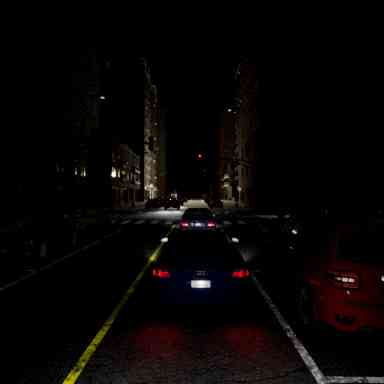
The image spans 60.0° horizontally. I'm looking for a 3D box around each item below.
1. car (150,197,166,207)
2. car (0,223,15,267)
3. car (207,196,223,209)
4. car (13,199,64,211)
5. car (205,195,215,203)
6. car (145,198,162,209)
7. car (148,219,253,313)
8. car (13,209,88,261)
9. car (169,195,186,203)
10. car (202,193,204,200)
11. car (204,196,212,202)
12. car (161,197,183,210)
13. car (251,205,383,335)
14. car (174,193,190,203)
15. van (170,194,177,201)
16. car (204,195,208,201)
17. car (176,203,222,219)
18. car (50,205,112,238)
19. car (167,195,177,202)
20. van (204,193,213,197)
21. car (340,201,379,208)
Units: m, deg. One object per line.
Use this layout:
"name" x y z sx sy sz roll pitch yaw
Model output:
"car" -5.153 1.557 50.709 1.887 1.381 4.507 1 0 1
"car" -5.767 1.527 6.602 1.752 1.417 4.829 1 0 1
"car" 3.293 1.593 44.909 1.802 1.307 4.206 1 0 1
"car" -13.239 1.359 29.535 5.008 1.535 1.882 0 -1 -3
"car" 3.371 1.595 50.582 1.802 1.307 4.206 1 0 1
"car" -5.232 1.555 45.037 1.887 1.381 4.507 1 0 1
"car" 0.185 1.566 7.772 1.994 1.385 4.181 0 0 1
"car" -5.687 1.547 12.396 1.887 1.381 4.507 1 0 1
"car" -2.355 1.614 53.426 1.895 1.301 4.718 0 0 1
"car" 3.611 1.335 67.600 2.192 1.841 5.009 1 0 1
"car" 3.766 1.608 78.945 1.802 1.307 4.206 1 0 1
"car" -2.504 1.611 43.240 1.895 1.301 4.718 0 0 1
"car" 2.762 1.316 6.644 2.192 1.841 5.009 1 0 1
"car" -2.046 1.371 69.315 2.097 1.767 4.553 0 0 1
"van" -4.677 1.371 84.743 1.690 1.788 3.998 1 0 1
"car" 3.450 1.597 56.255 1.802 1.307 4.206 1 0 1
"car" 0.292 1.552 17.836 2.033 1.411 5.357 0 0 0
"car" -5.611 1.529 17.850 1.752 1.417 4.829 1 0 1
"car" -4.757 1.466 79.071 1.967 1.590 4.097 1 0 1
"van" 3.532 1.358 61.928 1.690 1.788 3.998 1 0 1
"car" 15.368 1.654 31.937 4.902 1.511 2.128 0 -1 1
